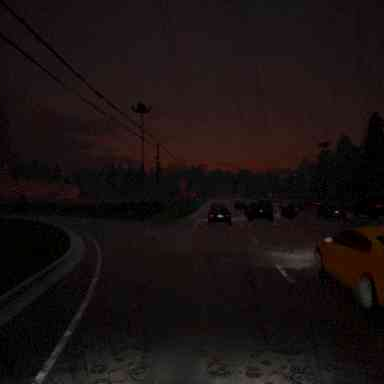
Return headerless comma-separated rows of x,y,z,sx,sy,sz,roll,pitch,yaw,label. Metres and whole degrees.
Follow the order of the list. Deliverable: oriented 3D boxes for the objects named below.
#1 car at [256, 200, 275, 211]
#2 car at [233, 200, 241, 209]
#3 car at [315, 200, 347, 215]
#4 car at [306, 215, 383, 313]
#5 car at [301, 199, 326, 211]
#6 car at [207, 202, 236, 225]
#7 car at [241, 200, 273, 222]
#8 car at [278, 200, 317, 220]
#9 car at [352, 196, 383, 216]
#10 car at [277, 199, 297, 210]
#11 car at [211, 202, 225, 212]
10.772,1.940,49.164,2.128,1.511,4.902,-1,-1,4,car
7.395,1.982,51.034,1.882,1.535,5.008,-1,-1,4,car
13.054,1.790,31.672,1.994,1.385,4.181,-1,-1,4,car
4.355,1.521,7.700,1.882,1.535,5.008,-1,-1,4,car
17.754,1.860,48.667,2.128,1.511,4.902,-1,-1,4,car
2.189,1.833,26.815,2.033,1.411,5.357,-1,-1,4,car
5.903,1.632,29.784,2.097,1.767,4.553,-1,-1,4,car
9.483,1.745,30.777,2.128,1.511,4.902,-1,-1,4,car
16.434,1.392,29.890,2.150,2.045,5.566,-1,-1,4,car
14.377,1.903,50.544,1.882,1.535,5.008,-1,-1,4,car
3.655,2.108,47.713,1.895,1.301,4.718,-1,-1,4,car
